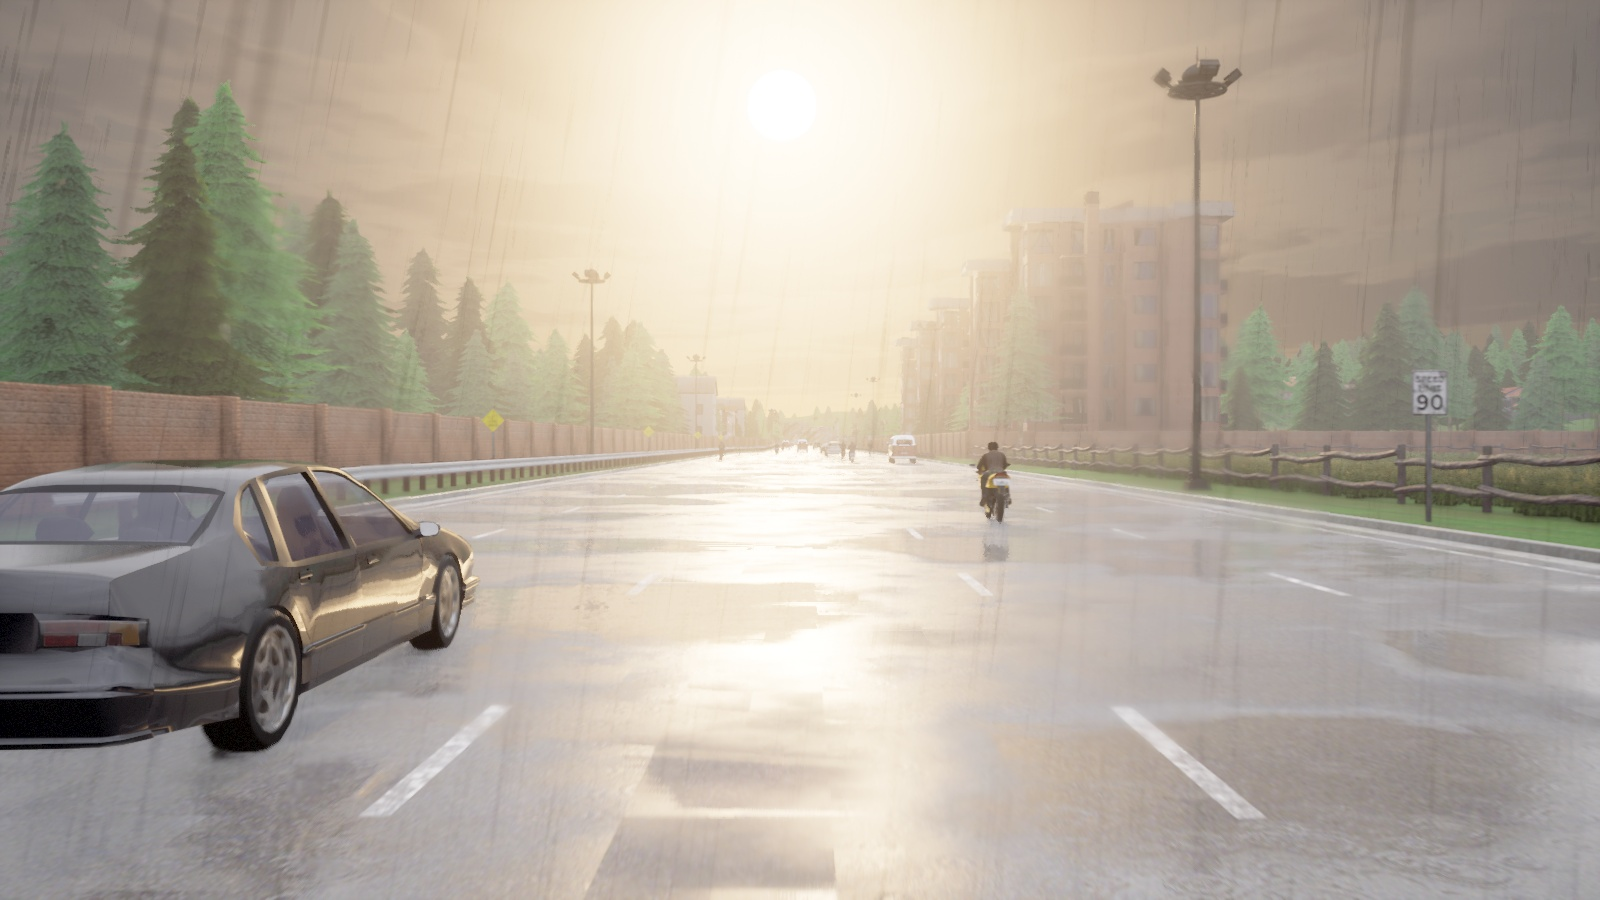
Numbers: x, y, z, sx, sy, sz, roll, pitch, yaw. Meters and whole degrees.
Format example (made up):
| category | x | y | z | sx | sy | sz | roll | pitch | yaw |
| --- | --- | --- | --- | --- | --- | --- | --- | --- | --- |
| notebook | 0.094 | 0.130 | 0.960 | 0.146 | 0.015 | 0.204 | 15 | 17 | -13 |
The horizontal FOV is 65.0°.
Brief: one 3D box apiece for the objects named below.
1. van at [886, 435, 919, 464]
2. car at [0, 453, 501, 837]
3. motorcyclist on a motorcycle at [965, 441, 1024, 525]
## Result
| category | x | y | z | sx | sy | sz | roll | pitch | yaw |
| --- | --- | --- | --- | --- | --- | --- | --- | --- | --- |
| van | 7.421 | -0.040 | 91.483 | 2.069 | 2.038 | 4.480 | 0 | 0 | 0 |
| car | -3.442 | 0.749 | 7.451 | 2.033 | 1.411 | 5.357 | 0 | 0 | 0 |
| motorcyclist on a motorcycle | 3.650 | 0.597 | 23.736 | 0.797 | 1.523 | 2.044 | 0 | 0 | 0 |
